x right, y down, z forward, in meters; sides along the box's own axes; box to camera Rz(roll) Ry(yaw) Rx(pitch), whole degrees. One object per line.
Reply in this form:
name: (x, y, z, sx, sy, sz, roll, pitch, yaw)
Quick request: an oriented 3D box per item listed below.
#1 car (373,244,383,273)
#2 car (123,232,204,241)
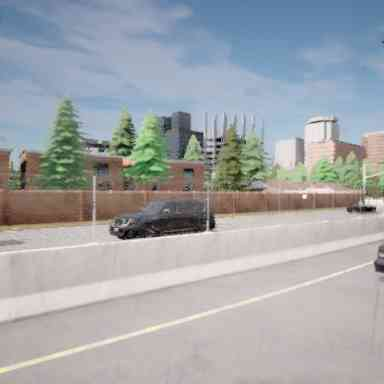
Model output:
car: (7.044, 1.631, 9.510, 5.357, 1.411, 2.033, 0, -1, -42)
car: (-1.260, 1.349, 16.531, 5.566, 2.045, 2.150, 1, -1, -41)
